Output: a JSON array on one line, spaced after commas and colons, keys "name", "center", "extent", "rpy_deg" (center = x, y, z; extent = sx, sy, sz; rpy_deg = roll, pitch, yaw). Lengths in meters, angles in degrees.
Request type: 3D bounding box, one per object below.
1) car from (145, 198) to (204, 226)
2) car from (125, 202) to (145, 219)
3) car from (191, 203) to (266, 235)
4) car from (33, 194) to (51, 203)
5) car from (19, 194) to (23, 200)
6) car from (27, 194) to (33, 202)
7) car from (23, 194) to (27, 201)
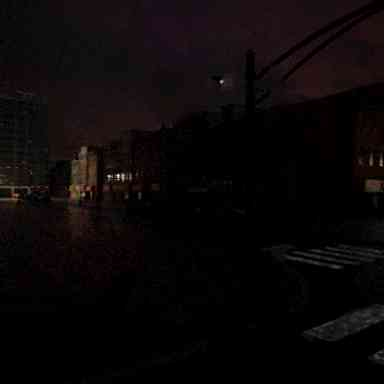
[{"name": "car", "center": [-0.955, 1.306, 23.612], "extent": [2.192, 1.841, 5.009], "rpy_deg": [1, 0, -36]}, {"name": "car", "center": [-4.121, 1.498, 28.030], "extent": [1.887, 1.381, 4.507], "rpy_deg": [1, 0, -36]}, {"name": "car", "center": [2.203, 1.573, 19.192], "extent": [1.887, 1.381, 4.507], "rpy_deg": [1, 0, -36]}, {"name": "car", "center": [-26.357, 1.236, 59.099], "extent": [1.752, 1.417, 4.829], "rpy_deg": [1, 0, -36]}, {"name": "car", "center": [-35.746, 1.168, 72.217], "extent": [2.008, 1.369, 4.403], "rpy_deg": [1, 0, -36]}, {"name": "car", "center": [-29.419, 1.120, 63.380], "extent": [1.967, 1.590, 4.097], "rpy_deg": [1, 0, -36]}, {"name": "car", "center": [-32.583, 1.193, 67.799], "extent": [1.887, 1.381, 4.507], "rpy_deg": [1, 0, -36]}]
